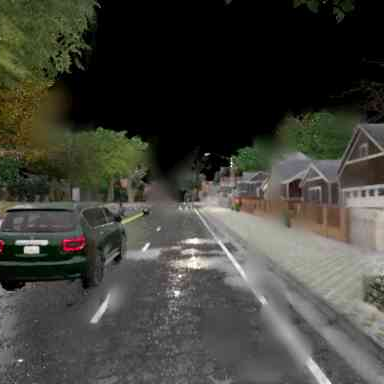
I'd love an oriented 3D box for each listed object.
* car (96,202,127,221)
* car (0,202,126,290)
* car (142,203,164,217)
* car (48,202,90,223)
[{"bbox_3d":[-7.343,1.750,30.906,1.837,1.490,4.892,-1,0,-1],"label":"car"},{"bbox_3d":[-3.357,1.295,9.509,2.150,2.045,5.566,-1,0,-1],"label":"car"},{"bbox_3d":[-4.006,1.846,34.937,1.895,1.301,4.718,-1,0,-1],"label":"car"},{"bbox_3d":[-10.551,1.738,29.018,1.882,1.535,5.008,-1,0,-1],"label":"car"}]
